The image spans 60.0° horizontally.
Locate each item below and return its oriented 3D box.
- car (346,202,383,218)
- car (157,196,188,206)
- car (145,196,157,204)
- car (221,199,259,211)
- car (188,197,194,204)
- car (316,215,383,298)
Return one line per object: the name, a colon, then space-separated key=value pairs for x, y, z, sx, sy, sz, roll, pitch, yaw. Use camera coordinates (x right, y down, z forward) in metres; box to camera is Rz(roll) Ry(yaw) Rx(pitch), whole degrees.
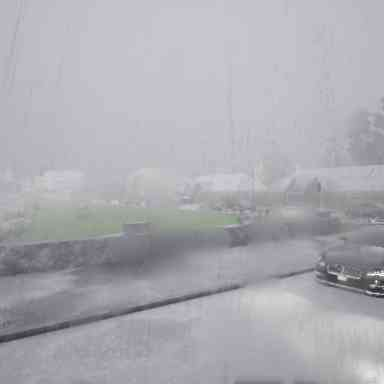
car: x=14.873 y=1.553 z=27.150 sx=1.994 sy=1.385 sz=4.181 roll=0 pitch=0 yaw=-35
car: x=-3.193 y=1.496 z=52.611 sx=1.837 sy=1.490 sz=4.892 roll=0 pitch=0 yaw=-35
car: x=-7.606 y=1.466 z=65.827 sx=1.882 sy=1.535 sz=5.008 roll=0 pitch=0 yaw=-35
car: x=5.618 y=1.537 z=40.189 sx=2.033 sy=1.411 sz=5.357 roll=0 pitch=0 yaw=-35
car: x=-1.684 y=1.466 z=57.590 sx=1.882 sy=1.535 sz=5.008 roll=0 pitch=0 yaw=-35
car: x=5.041 y=1.501 z=8.170 sx=4.892 sy=1.490 sz=1.837 roll=0 pitch=0 yaw=-35
